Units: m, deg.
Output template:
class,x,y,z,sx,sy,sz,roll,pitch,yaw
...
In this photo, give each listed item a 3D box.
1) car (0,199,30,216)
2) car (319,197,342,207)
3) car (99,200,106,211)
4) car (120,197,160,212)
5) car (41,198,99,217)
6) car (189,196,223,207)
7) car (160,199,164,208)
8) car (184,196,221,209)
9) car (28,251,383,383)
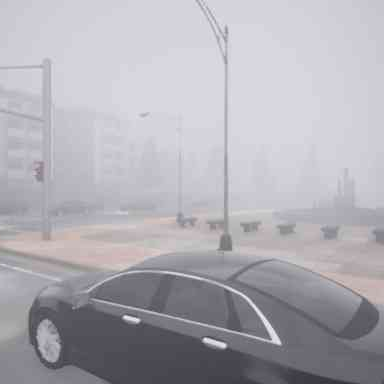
class,x,y,z,sx,sy,sz,roll,pitch,yaw
car,-16.676,1.397,28.751,2.128,1.511,4.902,0,0,35
car,20.292,1.458,46.891,4.902,1.511,2.128,0,0,-15
car,-11.524,1.431,36.301,1.812,1.442,4.674,0,0,36
car,-6.093,1.481,37.671,1.994,1.385,4.181,0,0,39
car,-11.307,1.421,30.442,1.837,1.490,4.892,0,0,34
car,2.100,1.393,50.122,5.008,1.535,1.882,0,0,-33
car,-5.818,1.412,43.433,1.837,1.490,4.892,0,0,45
car,1.170,1.413,45.096,4.902,1.511,2.128,0,0,-38
car,-0.073,1.497,4.045,4.892,1.490,1.837,0,0,35
